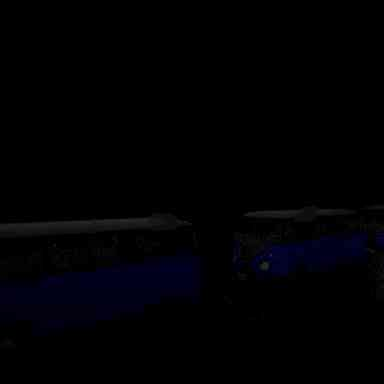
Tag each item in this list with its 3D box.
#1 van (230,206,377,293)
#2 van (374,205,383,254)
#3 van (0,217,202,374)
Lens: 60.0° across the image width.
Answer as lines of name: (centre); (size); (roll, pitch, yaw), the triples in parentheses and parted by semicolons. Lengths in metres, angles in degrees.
van: (2.812, 1.339, 8.548); (3.998, 1.788, 1.690); (0, -1, -35)
van: (7.361, 1.336, 11.789); (3.998, 1.788, 1.690); (0, -1, -35)
van: (-1.738, 1.341, 5.307); (3.998, 1.788, 1.690); (0, -1, -35)
